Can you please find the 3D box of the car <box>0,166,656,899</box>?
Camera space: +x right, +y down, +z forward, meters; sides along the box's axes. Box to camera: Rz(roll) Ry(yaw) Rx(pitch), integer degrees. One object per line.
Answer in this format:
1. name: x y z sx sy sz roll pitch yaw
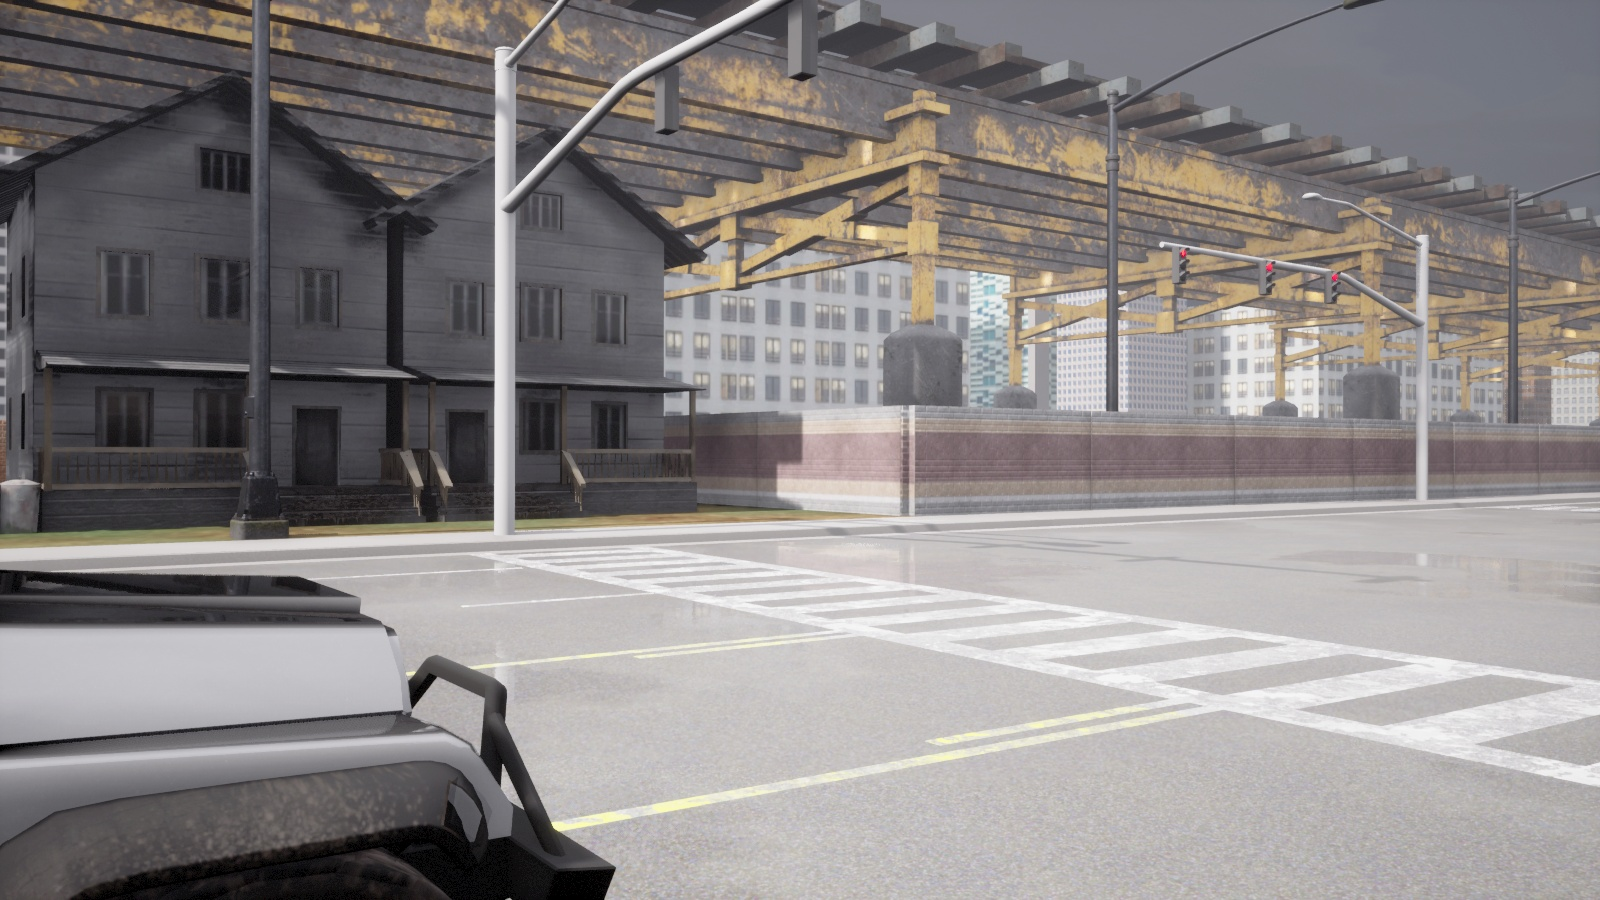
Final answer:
1. car: -2.398 0.551 1.999 3.866 1.878 1.905 0 0 -34
